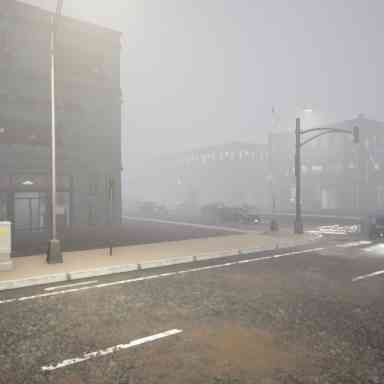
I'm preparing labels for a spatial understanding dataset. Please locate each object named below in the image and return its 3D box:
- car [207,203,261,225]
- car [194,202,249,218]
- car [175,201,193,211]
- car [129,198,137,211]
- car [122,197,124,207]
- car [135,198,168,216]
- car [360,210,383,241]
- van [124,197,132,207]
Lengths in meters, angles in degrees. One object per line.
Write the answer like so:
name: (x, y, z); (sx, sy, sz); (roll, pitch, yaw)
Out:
car: (3.529, 1.814, 26.592); (1.947, 1.339, 4.313); (-1, 0, -35)
car: (2.758, 1.772, 32.372); (2.128, 1.511, 4.902); (-1, 0, -35)
car: (-0.790, 1.965, 47.340); (1.802, 1.307, 4.206); (-2, 0, -35)
car: (-6.200, 1.932, 44.993); (1.882, 1.535, 5.008); (-1, 0, -35)
car: (-13.626, 1.939, 65.384); (2.192, 1.841, 5.009); (-1, 0, -35)
car: (-4.416, 1.846, 37.971); (1.967, 1.590, 4.097); (-1, 0, -35)
car: (9.548, 1.565, 16.196); (1.994, 1.385, 4.181); (0, 0, 18)
van: (-10.418, 1.906, 60.874); (1.690, 1.788, 3.998); (-1, 0, -35)
